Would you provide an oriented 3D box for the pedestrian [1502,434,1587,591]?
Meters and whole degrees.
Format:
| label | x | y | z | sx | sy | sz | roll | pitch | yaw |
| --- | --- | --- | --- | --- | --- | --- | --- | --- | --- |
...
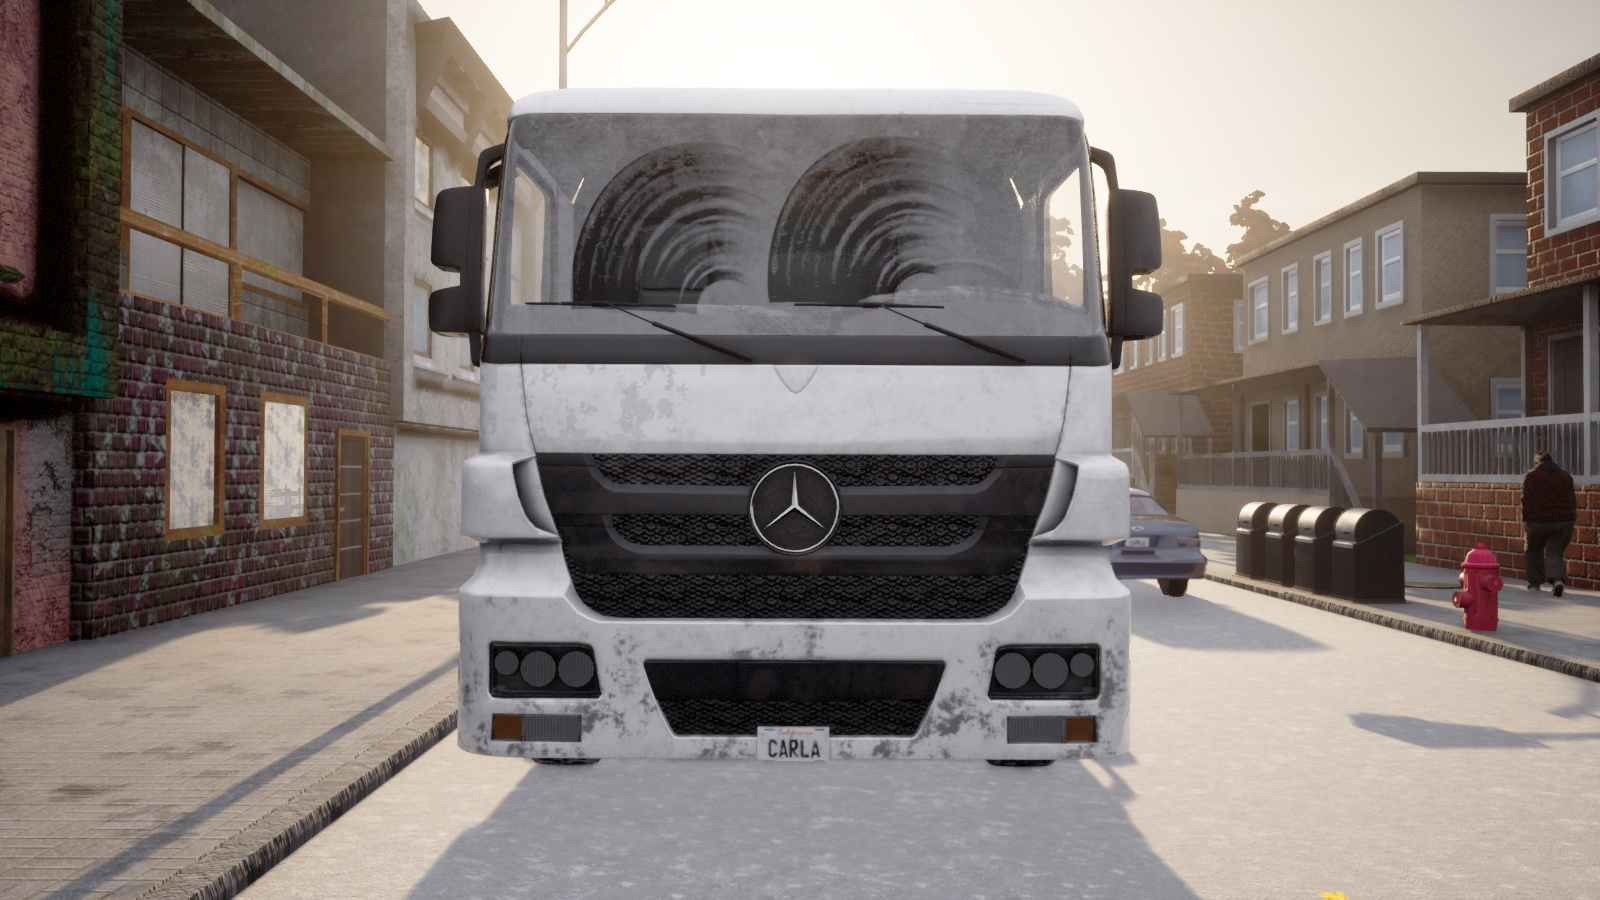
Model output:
| label | x | y | z | sx | sy | sz | roll | pitch | yaw |
| --- | --- | --- | --- | --- | --- | --- | --- | --- | --- |
| pedestrian | 9.033 | 0.744 | 15.265 | 0.634 | 1.844 | 0.899 | 0 | -1 | 14 |

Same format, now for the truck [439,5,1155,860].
| label | x | y | z | sx | sy | sz | roll | pitch | yaw |
| --- | --- | --- | --- | --- | --- | --- | --- | --- | --- |
| truck | -0.025 | -0.015 | 9.072 | 2.891 | 3.462 | 7.936 | 0 | -1 | 0 |

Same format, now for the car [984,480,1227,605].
| label | x | y | z | sx | sy | sz | roll | pitch | yaw |
| --- | --- | --- | --- | --- | --- | --- | --- | --- | --- |
| car | 3.958 | 1.137 | 17.329 | 2.033 | 1.411 | 5.357 | 0 | -1 | 0 |
